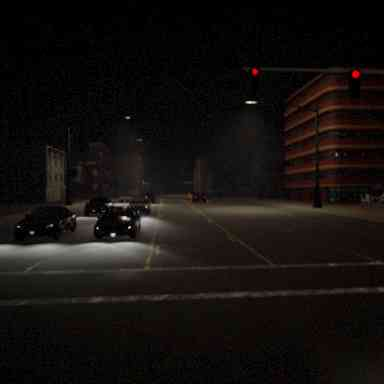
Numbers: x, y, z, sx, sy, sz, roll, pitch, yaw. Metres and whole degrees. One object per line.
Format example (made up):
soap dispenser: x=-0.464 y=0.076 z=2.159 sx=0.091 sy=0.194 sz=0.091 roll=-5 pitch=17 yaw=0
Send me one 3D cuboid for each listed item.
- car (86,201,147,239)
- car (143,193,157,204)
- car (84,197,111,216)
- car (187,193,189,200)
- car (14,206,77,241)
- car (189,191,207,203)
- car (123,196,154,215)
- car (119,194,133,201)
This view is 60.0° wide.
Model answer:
car: x=-3.652 y=1.439 z=17.144 sx=2.033 sy=1.411 sz=5.357 roll=0 pitch=1 yaw=-5
car: x=-5.921 y=0.889 z=45.621 sx=1.837 sy=1.490 sz=4.892 roll=0 pitch=1 yaw=-4
car: x=-8.148 y=1.217 z=29.320 sx=1.837 sy=1.490 sz=4.892 roll=0 pitch=1 yaw=-5
car: x=0.148 y=0.606 z=58.068 sx=1.882 sy=1.535 sz=5.008 roll=0 pitch=1 yaw=-5
car: x=-7.102 y=1.448 z=16.626 sx=1.812 sy=1.442 sz=4.674 roll=0 pitch=1 yaw=-5
car: x=1.010 y=0.822 z=48.149 sx=1.812 sy=1.442 sz=4.674 roll=0 pitch=1 yaw=-4
car: x=-4.672 y=1.287 z=29.703 sx=1.895 sy=1.301 sz=4.718 roll=0 pitch=1 yaw=-5
car: x=-9.704 y=0.929 z=49.453 sx=1.895 sy=1.301 sz=4.718 roll=0 pitch=1 yaw=-4
